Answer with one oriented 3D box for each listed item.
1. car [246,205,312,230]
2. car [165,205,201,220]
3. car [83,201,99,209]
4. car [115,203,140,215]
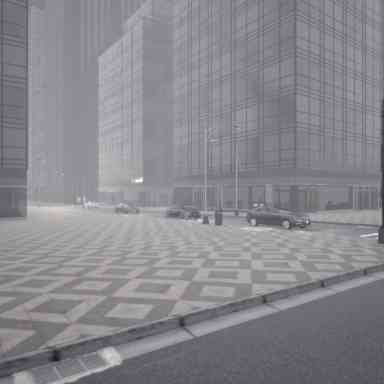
[{"bbox_3d":[5.901,1.719,23.067,1.837,1.490,4.892,0,-1,-36],"label":"car"},{"bbox_3d":[-0.911,1.955,32.468,1.994,1.385,4.181,0,-1,-36],"label":"car"},{"bbox_3d":[-19.178,2.476,63.097,1.812,1.442,4.674,0,-1,-36],"label":"car"},{"bbox_3d":[-8.440,2.116,42.884,1.812,1.442,4.674,0,-1,-36],"label":"car"}]
